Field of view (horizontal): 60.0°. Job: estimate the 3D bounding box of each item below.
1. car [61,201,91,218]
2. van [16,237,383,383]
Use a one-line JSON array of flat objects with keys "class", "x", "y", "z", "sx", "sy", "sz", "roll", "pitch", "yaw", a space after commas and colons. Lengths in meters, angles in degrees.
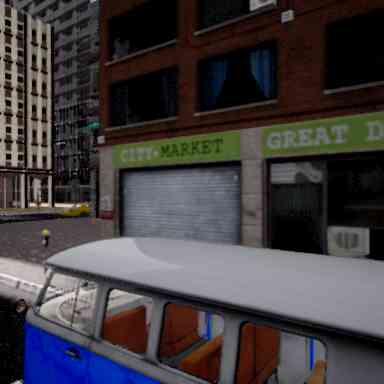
[{"class": "car", "x": -9.148, "y": 1.514, "z": 29.482, "sx": 1.752, "sy": 1.417, "sz": 4.829, "roll": 0, "pitch": 0, "yaw": 35}, {"class": "van", "x": 0.329, "y": 1.342, "z": 2.492, "sx": 3.998, "sy": 1.788, "sz": 1.690, "roll": 0, "pitch": 0, "yaw": 35}]
